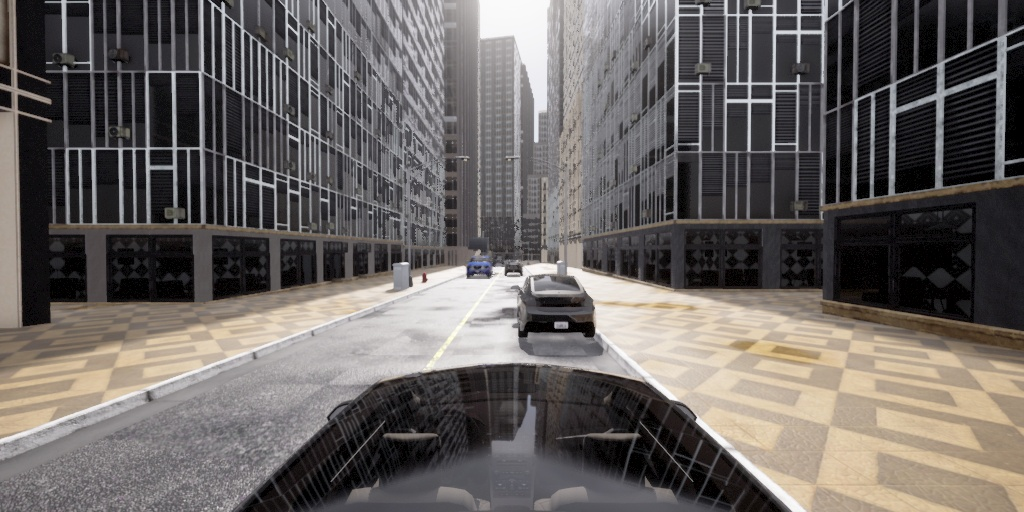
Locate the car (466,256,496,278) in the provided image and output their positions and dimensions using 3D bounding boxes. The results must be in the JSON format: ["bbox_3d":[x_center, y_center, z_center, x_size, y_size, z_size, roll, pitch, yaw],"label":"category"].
[{"bbox_3d":[-3.012,0.977,33.981,2.150,2.045,5.566,0,0,0],"label":"car"}]

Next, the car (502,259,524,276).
[{"bbox_3d":[0.172,1.261,37.861,1.837,1.490,4.892,0,0,0],"label":"car"}]

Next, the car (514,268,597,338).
[{"bbox_3d":[1.073,1.255,10.183,1.837,1.490,4.892,0,0,0],"label":"car"}]
